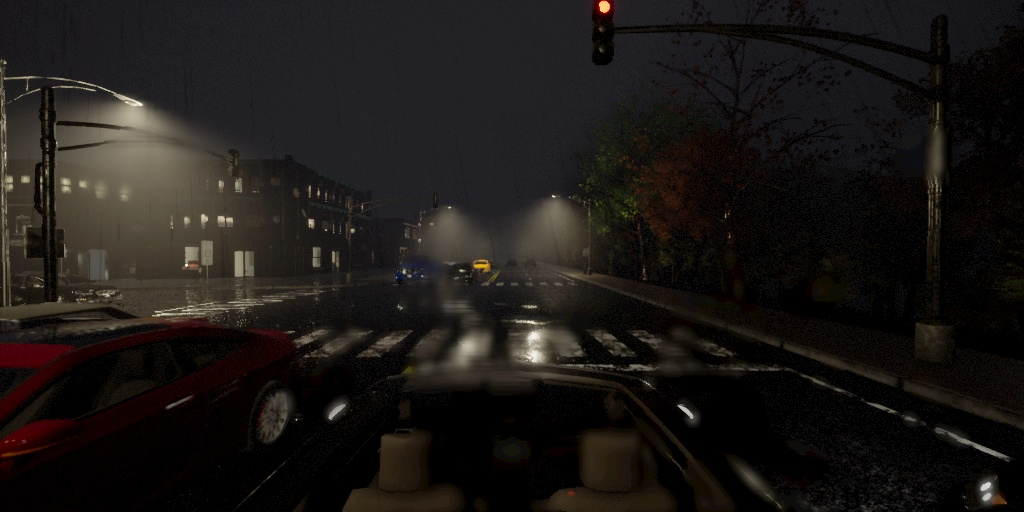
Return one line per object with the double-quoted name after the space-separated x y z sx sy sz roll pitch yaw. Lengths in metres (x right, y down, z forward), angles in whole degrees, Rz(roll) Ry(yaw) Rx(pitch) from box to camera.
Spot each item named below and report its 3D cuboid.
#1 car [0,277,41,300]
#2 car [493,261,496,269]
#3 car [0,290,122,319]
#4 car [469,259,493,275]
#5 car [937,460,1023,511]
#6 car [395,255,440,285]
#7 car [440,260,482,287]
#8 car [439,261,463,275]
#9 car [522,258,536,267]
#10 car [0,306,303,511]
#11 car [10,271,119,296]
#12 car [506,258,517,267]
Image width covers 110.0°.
-19.970 1.565 12.517 4.313 1.339 1.948 0 0 0 "car"
-3.450 1.331 55.108 1.895 1.301 4.718 0 0 0 "car"
-6.606 1.350 4.443 1.895 1.301 4.718 0 0 0 "car"
-3.429 1.214 40.051 1.882 1.535 5.008 0 0 0 "car"
3.355 1.314 0.201 1.994 1.385 4.181 0 0 0 "car"
-6.651 0.965 26.054 2.150 2.045 5.566 0 0 0 "car"
-3.399 1.249 24.800 1.837 1.490 4.892 0 0 0 "car"
-6.678 1.300 39.722 1.994 1.385 4.181 0 0 0 "car"
3.220 1.204 63.208 1.882 1.535 5.008 0 0 0 "car"
-3.365 1.275 2.430 1.812 1.442 4.674 0 0 0 "car"
-19.619 1.472 15.223 4.892 1.490 1.837 -1 1 0 "car"
-0.032 1.204 63.789 1.882 1.535 5.008 0 0 0 "car"
